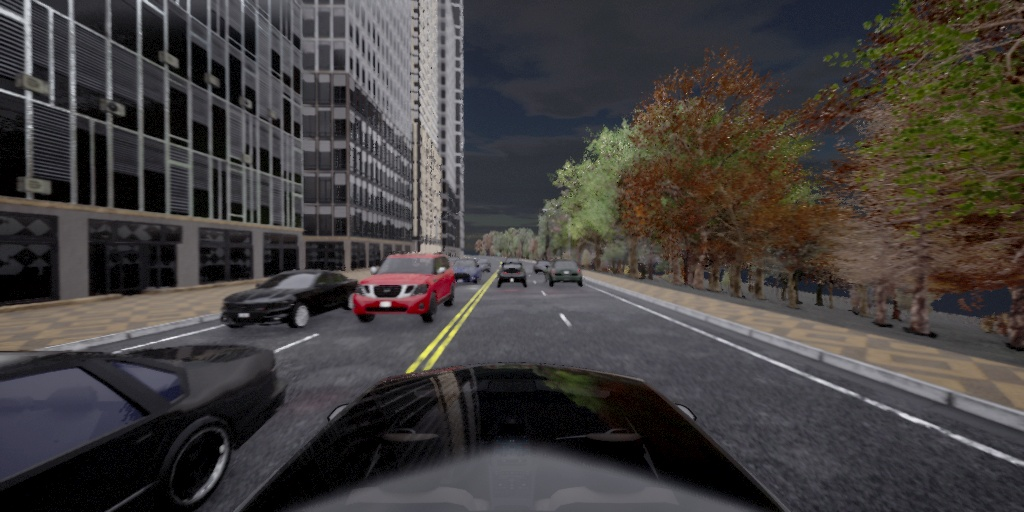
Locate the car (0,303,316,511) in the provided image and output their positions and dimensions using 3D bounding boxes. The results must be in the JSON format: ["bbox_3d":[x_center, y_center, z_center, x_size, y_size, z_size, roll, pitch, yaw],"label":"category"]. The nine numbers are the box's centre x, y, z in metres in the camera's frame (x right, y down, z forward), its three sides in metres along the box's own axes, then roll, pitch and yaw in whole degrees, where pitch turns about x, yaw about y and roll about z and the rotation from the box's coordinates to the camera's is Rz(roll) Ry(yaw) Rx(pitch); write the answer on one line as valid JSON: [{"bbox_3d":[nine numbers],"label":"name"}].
[{"bbox_3d":[-3.348,1.299,1.518,2.033,1.411,5.357,0,0,0],"label":"car"}]

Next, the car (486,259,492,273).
[{"bbox_3d":[-3.246,1.035,39.267,2.128,1.511,4.902,0,0,0],"label":"car"}]

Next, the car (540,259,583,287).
[{"bbox_3d":[3.266,0.985,23.565,2.097,1.767,4.553,0,0,0],"label":"car"}]

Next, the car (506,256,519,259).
[{"bbox_3d":[0.060,0.899,38.007,2.097,1.767,4.553,0,0,0],"label":"car"}]

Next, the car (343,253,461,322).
[{"bbox_3d":[-3.340,0.916,12.330,2.150,2.045,5.566,0,0,1],"label":"car"}]

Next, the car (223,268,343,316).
[{"bbox_3d":[-6.588,1.177,11.322,1.882,1.535,5.008,0,0,0],"label":"car"}]

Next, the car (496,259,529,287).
[{"bbox_3d":[0.013,1.140,23.305,1.837,1.490,4.892,0,1,0],"label":"car"}]

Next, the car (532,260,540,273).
[{"bbox_3d":[3.316,1.106,38.986,1.994,1.385,4.181,0,0,0],"label":"car"}]

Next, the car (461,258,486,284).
[{"bbox_3d":[-3.271,0.975,25.112,2.097,1.767,4.553,0,0,0],"label":"car"}]
